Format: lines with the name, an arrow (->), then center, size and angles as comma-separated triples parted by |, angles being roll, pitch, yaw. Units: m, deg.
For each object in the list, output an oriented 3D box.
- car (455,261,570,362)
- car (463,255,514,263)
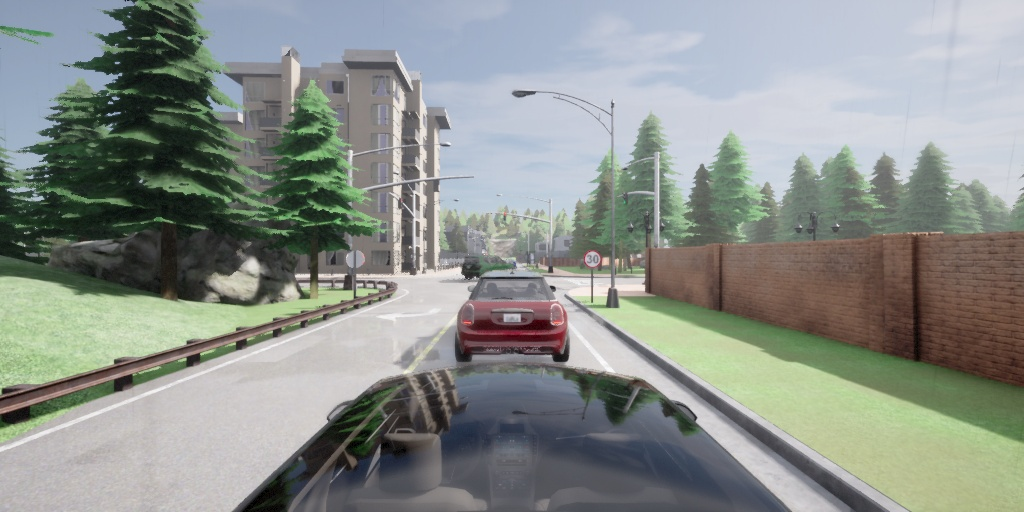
car -> 0.005, 1.102, 8.373 | 2.097, 1.767, 4.553 | 0, 0, 0
car -> -1.923, 0.968, 29.959 | 2.150, 2.045, 5.566 | 1, 1, 33
